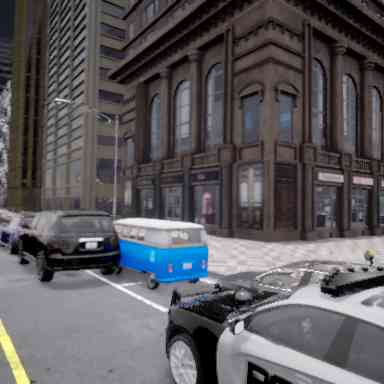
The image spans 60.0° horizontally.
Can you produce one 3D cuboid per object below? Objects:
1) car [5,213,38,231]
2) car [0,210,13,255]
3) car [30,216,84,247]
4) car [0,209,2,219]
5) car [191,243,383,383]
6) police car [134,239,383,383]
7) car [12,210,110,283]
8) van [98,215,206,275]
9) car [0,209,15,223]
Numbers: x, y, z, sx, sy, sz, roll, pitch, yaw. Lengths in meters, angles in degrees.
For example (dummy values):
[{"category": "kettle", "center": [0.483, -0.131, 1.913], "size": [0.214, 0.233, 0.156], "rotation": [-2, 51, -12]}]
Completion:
[{"category": "car", "center": [-14.538, 2.489, 28.267], "size": [1.802, 1.307, 4.206], "rotation": [3, -3, -36]}, {"category": "car", "center": [-7.880, 1.880, 16.098], "size": [2.097, 1.767, 4.553], "rotation": [3, -3, -36]}, {"category": "car", "center": [-7.977, 2.186, 19.359], "size": [1.752, 1.417, 4.829], "rotation": [3, -3, -36]}, {"category": "car", "center": [-27.860, 2.981, 46.362], "size": [1.947, 1.339, 4.313], "rotation": [3, -3, -36]}, {"category": "car", "center": [2.115, 1.833, 5.650], "size": [2.008, 1.369, 4.403], "rotation": [3, -3, -36]}, {"category": "police car", "center": [1.520, 1.602, 3.327], "size": [1.930, 1.638, 5.238], "rotation": [3, -3, -36]}, {"category": "car", "center": [-4.356, 1.621, 11.321], "size": [2.150, 2.045, 5.566], "rotation": [3, -3, -36]}, {"category": "van", "center": [-1.211, 1.748, 10.182], "size": [1.690, 1.788, 3.998], "rotation": [3, -3, -36]}, {"category": "car", "center": [-21.298, 2.688, 37.453], "size": [1.752, 1.417, 4.829], "rotation": [3, -3, -36]}]
